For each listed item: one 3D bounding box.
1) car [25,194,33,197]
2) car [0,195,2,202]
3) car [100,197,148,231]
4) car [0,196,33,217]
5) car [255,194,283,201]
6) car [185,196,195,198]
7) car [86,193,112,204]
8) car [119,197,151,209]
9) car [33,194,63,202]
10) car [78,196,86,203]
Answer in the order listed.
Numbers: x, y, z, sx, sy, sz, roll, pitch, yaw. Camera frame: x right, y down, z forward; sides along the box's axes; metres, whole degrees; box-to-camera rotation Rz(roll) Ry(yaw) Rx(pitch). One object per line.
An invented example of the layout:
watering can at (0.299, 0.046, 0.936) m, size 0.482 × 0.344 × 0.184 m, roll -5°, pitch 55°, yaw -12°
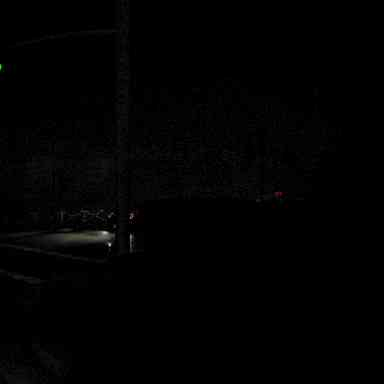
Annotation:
car at (-34.342, 1.232, 71.164) m, size 1.970 × 1.475 × 3.806 m, roll 0°, pitch 0°, yaw 35°
car at (-41.403, 1.298, 67.525) m, size 2.007 × 1.523 × 4.514 m, roll 0°, pitch 0°, yaw 35°
car at (-3.034, 1.352, 20.545) m, size 2.097 × 1.767 × 4.553 m, roll 0°, pitch 0°, yaw 35°
car at (-15.798, 1.340, 26.888) m, size 2.007 × 1.523 × 4.514 m, roll 0°, pitch 0°, yaw 35°
car at (8.436, 1.221, 37.032) m, size 2.150 × 2.045 × 5.566 m, roll 0°, pitch 0°, yaw 35°
car at (-0.769, 1.374, 48.146) m, size 1.845 × 1.501 × 3.633 m, roll 0°, pitch 0°, yaw 35°
car at (-15.861, 1.097, 58.991) m, size 1.932 × 1.855 × 4.605 m, roll 0°, pitch 0°, yaw 35°
car at (-7.488, 1.384, 43.809) m, size 1.970 × 1.475 × 3.806 m, roll 0°, pitch 0°, yaw 35°
car at (-28.916, 1.154, 67.722) m, size 2.152 × 1.636 × 5.027 m, roll 0°, pitch 0°, yaw 35°
car at (-18.471, 1.077, 60.333) m, size 1.905 × 1.878 × 3.866 m, roll 0°, pitch 0°, yaw 35°
